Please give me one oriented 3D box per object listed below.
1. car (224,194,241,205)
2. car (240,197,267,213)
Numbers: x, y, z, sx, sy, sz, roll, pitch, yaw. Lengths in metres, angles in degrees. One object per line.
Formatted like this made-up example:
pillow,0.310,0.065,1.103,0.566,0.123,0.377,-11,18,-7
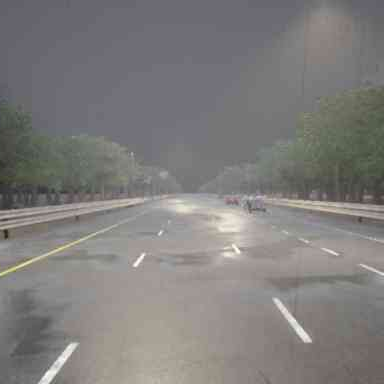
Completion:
car,7.049,1.439,60.373,2.097,1.767,4.553,0,0,0
car,7.029,1.603,37.501,2.033,1.411,5.357,0,0,0
